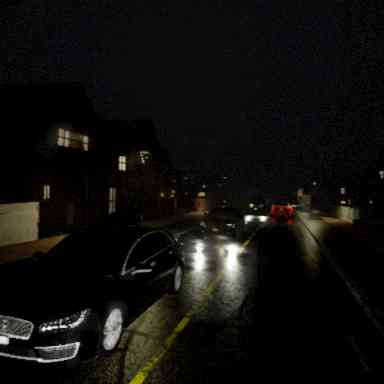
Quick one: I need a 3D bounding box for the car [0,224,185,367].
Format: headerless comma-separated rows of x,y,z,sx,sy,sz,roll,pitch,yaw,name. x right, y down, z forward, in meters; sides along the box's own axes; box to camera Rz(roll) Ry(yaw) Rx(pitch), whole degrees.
-1.515,1.424,6.128,1.837,1.490,4.892,3,1,15,car

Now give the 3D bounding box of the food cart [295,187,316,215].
15.549,1.180,45.728,2.280,3.560,4.660,3,1,15,food cart

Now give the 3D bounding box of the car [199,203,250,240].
1.778,1.543,18.064,1.882,1.535,5.008,3,0,15,car

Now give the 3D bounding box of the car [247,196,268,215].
7.768,1.568,39.393,2.150,2.045,5.566,3,0,16,car

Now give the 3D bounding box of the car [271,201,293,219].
9.520,1.774,35.206,2.097,1.767,4.553,3,0,16,car

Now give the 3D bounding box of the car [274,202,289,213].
12.785,2.192,47.159,1.895,1.301,4.718,3,0,16,car
